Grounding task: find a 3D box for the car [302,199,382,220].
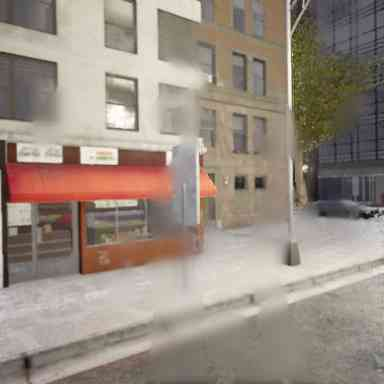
[{"bbox_3d":[10.653,1.221,24.142,2.033,1.411,5.357,-1,1,-34],"label":"car"}]
